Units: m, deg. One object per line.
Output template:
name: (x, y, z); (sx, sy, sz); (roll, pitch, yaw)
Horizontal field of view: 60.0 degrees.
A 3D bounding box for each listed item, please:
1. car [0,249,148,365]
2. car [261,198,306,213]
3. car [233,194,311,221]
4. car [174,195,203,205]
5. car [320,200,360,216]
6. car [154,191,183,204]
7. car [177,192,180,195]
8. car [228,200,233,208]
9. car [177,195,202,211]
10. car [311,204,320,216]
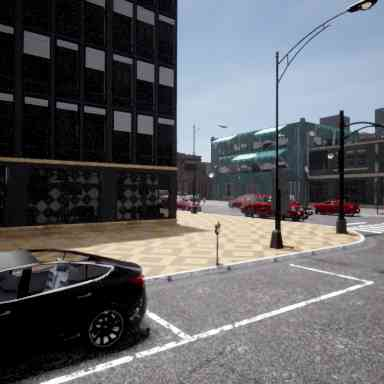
car: (-2.706, 1.566, 4.624); (4.313, 1.339, 1.947); (0, 0, -35)
car: (9.309, 1.340, 34.200); (1.802, 1.307, 4.206); (1, 0, -36)
car: (5.836, 1.101, 24.773); (2.192, 1.841, 5.009); (1, 0, -36)
car: (-0.528, 1.101, 47.619); (2.008, 1.369, 4.403); (1, 0, -36)
car: (12.589, 1.371, 29.728); (1.887, 1.381, 4.507); (1, 0, -36)
car: (-3.802, 0.793, 52.091); (2.192, 1.841, 5.009); (1, 0, -36)
car: (-2.901, 0.795, 41.056); (2.150, 2.045, 5.566); (0, 0, -36)
car: (6.032, 1.130, 38.674); (1.967, 1.590, 4.097); (1, 0, -36)
car: (-0.729, 1.231, 33.719); (1.802, 1.307, 4.206); (1, 0, -36)
car: (7.447, 1.293, 26.933); (1.837, 1.490, 4.892); (0, 1, -36)
